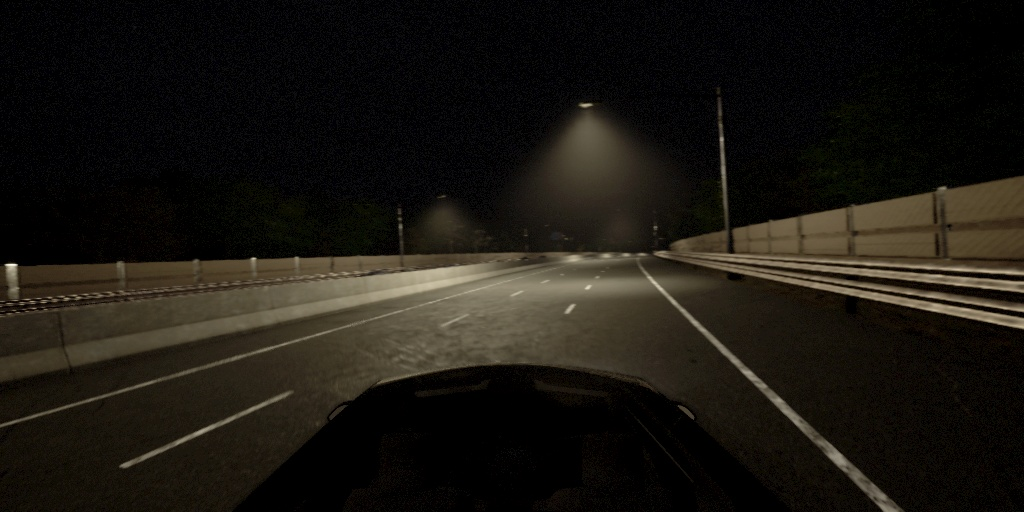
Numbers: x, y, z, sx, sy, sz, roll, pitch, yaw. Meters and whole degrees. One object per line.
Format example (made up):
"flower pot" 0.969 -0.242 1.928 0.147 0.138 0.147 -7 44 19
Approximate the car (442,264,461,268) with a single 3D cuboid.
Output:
"car" -6.604 1.635 38.233 2.128 1.511 4.902 -4 0 18

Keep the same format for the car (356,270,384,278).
"car" -14.120 2.165 37.621 2.033 1.411 5.357 -4 0 18

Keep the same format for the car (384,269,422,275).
"car" -10.624 1.999 37.112 1.895 1.301 4.718 -4 0 18
